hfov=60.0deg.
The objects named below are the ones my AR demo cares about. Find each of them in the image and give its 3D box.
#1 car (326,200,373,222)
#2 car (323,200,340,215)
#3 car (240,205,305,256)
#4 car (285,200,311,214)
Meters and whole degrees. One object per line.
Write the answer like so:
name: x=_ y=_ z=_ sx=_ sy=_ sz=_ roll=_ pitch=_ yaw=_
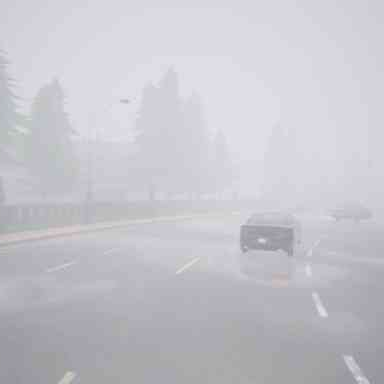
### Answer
car: x=13.385 y=1.689 z=27.690 sx=2.033 sy=1.411 sz=5.357 roll=1 pitch=0 yaw=43
car: x=15.759 y=1.661 z=35.638 sx=2.128 sy=1.511 sz=4.902 roll=1 pitch=0 yaw=43
car: x=3.354 y=1.515 z=13.629 sx=1.882 sy=1.535 sz=5.008 roll=0 pitch=0 yaw=23
car: x=11.264 y=1.652 z=35.973 sx=1.812 sy=1.442 sz=4.674 roll=0 pitch=0 yaw=43
